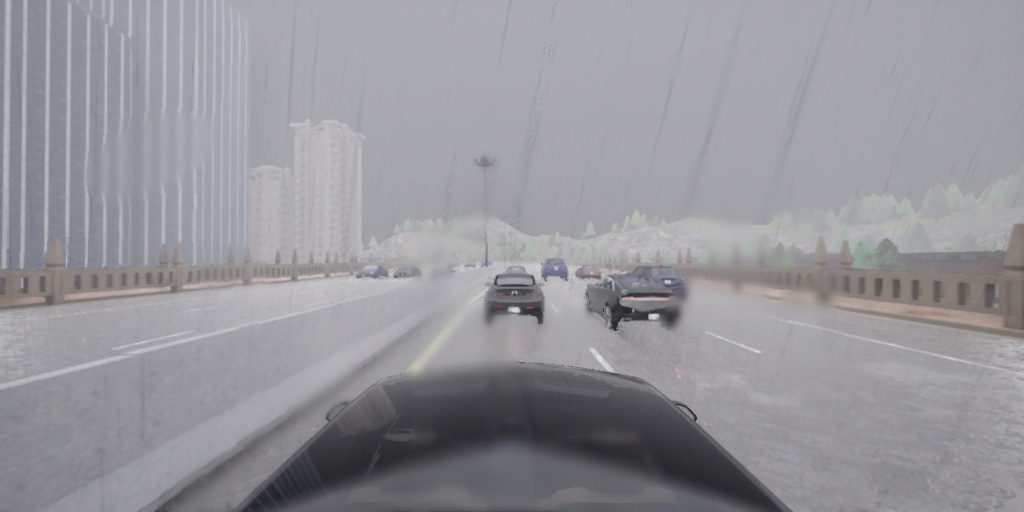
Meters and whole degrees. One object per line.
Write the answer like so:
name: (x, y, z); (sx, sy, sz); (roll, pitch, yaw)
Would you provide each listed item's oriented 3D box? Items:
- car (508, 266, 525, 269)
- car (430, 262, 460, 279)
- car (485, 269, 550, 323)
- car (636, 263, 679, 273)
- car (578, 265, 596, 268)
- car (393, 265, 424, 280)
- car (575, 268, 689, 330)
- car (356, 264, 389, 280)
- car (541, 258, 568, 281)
car: (0.351, 1.525, 29.900); (2.033, 1.411, 5.357); (0, 0, 2)
car: (-6.697, 1.547, 35.314); (1.812, 1.442, 4.674); (0, 0, 2)
car: (0.093, 1.339, 12.553); (1.837, 1.490, 4.892); (0, -1, 0)
car: (7.142, 1.237, 18.503); (2.097, 1.767, 4.553); (0, 0, 1)
car: (7.515, 1.586, 35.514); (1.994, 1.385, 4.181); (0, 0, 2)
car: (-10.191, 1.587, 35.549); (1.994, 1.385, 4.181); (0, 0, 2)
car: (3.587, 1.322, 11.417); (2.128, 1.511, 4.902); (0, 0, 0)
car: (-13.694, 1.548, 35.503); (1.812, 1.442, 4.674); (0, 0, 2)
car: (3.964, 1.230, 33.870); (2.150, 2.045, 5.566); (0, 0, 2)
